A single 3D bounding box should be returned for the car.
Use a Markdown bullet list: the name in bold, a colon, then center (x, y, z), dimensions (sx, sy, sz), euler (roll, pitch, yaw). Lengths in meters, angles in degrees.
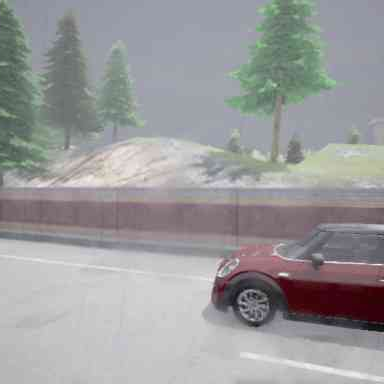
- **car**: center (2.676, 1.347, 5.920), dimensions (4.553, 1.767, 2.097), euler (1, 0, 20)
